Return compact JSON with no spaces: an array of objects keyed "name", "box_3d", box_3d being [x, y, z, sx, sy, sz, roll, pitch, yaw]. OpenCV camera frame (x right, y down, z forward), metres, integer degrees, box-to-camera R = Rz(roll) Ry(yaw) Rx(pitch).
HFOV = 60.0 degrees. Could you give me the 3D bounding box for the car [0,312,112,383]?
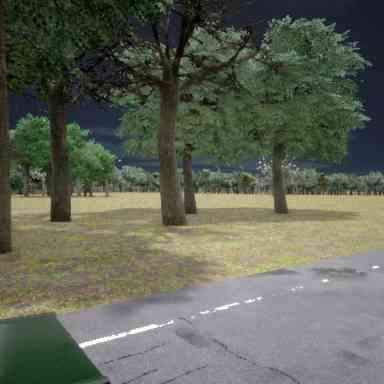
[{"name":"car","box_3d":[-2.990,1.601,1.858,4.718,1.301,1.895,0,0,-35]}]
